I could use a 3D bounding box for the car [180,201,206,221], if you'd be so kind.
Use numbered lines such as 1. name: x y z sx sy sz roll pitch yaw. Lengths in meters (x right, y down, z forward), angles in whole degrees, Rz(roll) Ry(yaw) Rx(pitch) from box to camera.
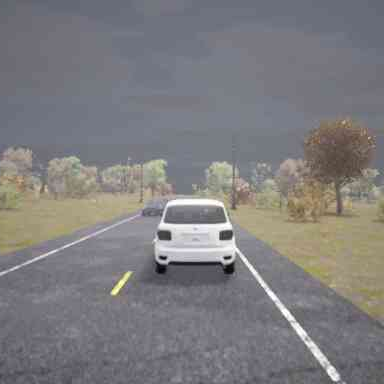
1. car: 0.109 1.585 28.585 2.033 1.411 5.357 0 0 0

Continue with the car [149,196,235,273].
1. car: 0.089 1.236 10.865 2.150 2.045 5.566 0 0 0

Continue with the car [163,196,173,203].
1. car: -5.232 1.563 73.363 1.882 1.535 5.008 0 0 -7

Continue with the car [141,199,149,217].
1. car: -3.583 1.395 32.247 2.097 1.767 4.553 0 0 0
